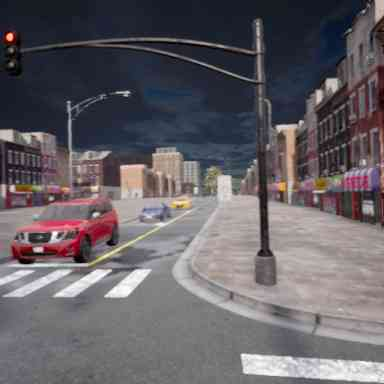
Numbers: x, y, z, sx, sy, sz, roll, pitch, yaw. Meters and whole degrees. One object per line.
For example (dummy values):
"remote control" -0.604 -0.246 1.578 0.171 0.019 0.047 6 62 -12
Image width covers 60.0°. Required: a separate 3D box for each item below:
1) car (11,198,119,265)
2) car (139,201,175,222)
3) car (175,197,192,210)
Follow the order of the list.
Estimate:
"car" -4.413 1.317 12.629 2.150 2.045 5.566 -2 1 4
"car" -2.880 1.541 26.756 1.812 1.442 4.674 -2 1 7
"car" -1.164 1.393 41.356 1.882 1.535 5.008 -2 1 7
